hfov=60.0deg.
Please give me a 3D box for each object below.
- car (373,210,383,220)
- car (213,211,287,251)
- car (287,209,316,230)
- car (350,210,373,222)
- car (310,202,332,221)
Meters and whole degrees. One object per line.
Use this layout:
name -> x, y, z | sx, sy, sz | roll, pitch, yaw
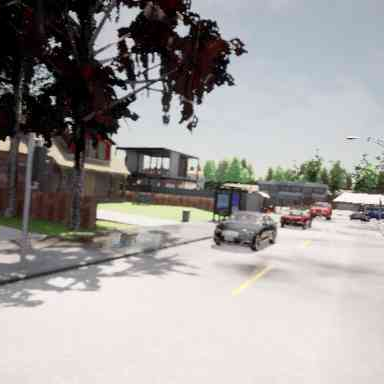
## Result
car -> 28.119, 3.520, 49.668 | 5.008, 1.535, 1.882 | 4, 0, 27
car -> 2.590, 1.653, 15.272 | 2.128, 1.511, 4.902 | 4, 0, 27
car -> 8.418, 2.184, 26.677 | 1.895, 1.301, 4.718 | 4, 0, 27
car -> 22.455, 3.183, 44.411 | 1.994, 1.385, 4.181 | 4, 0, 35
car -> 16.147, 2.353, 41.532 | 2.150, 2.045, 5.566 | 4, 0, 27
